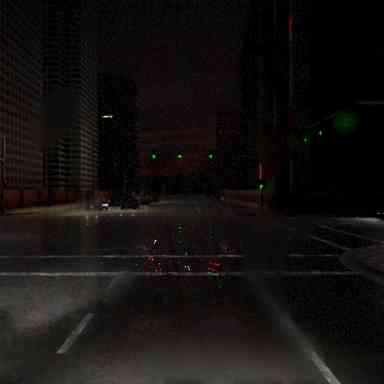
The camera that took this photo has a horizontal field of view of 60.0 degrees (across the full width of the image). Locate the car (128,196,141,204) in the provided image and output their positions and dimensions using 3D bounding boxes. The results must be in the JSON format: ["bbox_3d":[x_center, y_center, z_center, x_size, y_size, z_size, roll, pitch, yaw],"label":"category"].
[{"bbox_3d":[-11.515,1.539,67.380,1.812,1.442,4.674,0,0,0],"label":"car"}]

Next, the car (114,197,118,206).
[{"bbox_3d":[-11.557,1.514,51.728,1.837,1.490,4.892,0,0,0],"label":"car"}]

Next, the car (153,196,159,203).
[{"bbox_3d":[-8.011,1.515,68.910,1.837,1.490,4.892,0,0,0],"label":"car"}]

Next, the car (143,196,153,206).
[{"bbox_3d":[-8.062,1.612,55.237,1.895,1.301,4.718,0,0,0],"label":"car"}]

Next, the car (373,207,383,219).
[{"bbox_3d":[17.287,1.569,27.297,4.181,1.385,1.994,0,0,-1],"label":"car"}]

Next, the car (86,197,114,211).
[{"bbox_3d":[-11.518,1.500,40.668,2.128,1.511,4.902,0,0,0],"label":"car"}]

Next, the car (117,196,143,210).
[{"bbox_3d":[-8.035,1.513,43.564,1.837,1.490,4.892,0,0,0],"label":"car"}]
